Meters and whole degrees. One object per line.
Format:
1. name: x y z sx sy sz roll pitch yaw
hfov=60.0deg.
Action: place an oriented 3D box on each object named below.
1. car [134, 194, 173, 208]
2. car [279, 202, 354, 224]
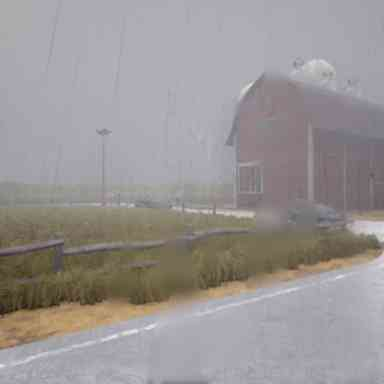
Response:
1. car: -4.417 1.212 37.320 2.150 2.045 5.566 0 0 -38
2. car: 7.741 1.432 21.099 1.837 1.490 4.892 0 0 -32
